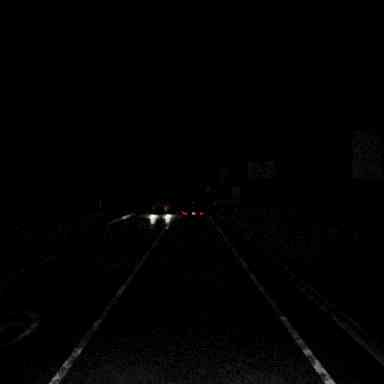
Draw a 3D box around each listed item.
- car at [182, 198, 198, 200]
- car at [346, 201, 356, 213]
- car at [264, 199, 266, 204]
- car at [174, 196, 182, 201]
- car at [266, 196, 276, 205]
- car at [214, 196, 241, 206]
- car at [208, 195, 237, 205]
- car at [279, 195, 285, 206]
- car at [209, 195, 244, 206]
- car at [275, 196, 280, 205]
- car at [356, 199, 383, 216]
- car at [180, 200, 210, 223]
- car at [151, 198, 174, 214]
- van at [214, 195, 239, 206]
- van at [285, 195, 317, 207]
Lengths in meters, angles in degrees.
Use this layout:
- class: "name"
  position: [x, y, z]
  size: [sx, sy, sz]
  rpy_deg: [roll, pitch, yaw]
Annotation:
- class: "car"
  position: [0.106, 1.567, 42.886]
  size: [2.128, 1.511, 4.902]
  rpy_deg: [0, 0, 0]
- class: "car"
  position: [18.694, 1.549, 34.995]
  size: [4.674, 1.452, 2.002]
  rpy_deg: [0, 0, 0]
- class: "car"
  position: [18.434, 2.021, 69.747]
  size: [4.892, 1.521, 2.231]
  rpy_deg: [0, -2, -1]
- class: "car"
  position: [-3.337, 1.926, 78.126]
  size: [2.150, 2.045, 5.566]
  rpy_deg: [0, -2, 0]
- class: "car"
  position: [18.446, 1.684, 66.963]
  size: [5.566, 2.045, 2.435]
  rpy_deg: [0, -2, -1]
- class: "car"
  position: [6.297, 1.623, 59.260]
  size: [4.553, 1.767, 2.185]
  rpy_deg: [0, -1, 0]
- class: "car"
  position: [6.215, 1.727, 68.489]
  size: [5.566, 2.045, 2.435]
  rpy_deg: [0, -2, -1]
- class: "car"
  position: [18.725, 1.734, 58.583]
  size: [5.366, 1.575, 1.946]
  rpy_deg: [0, -1, 0]
- class: "car"
  position: [6.104, 1.690, 56.339]
  size: [5.366, 1.575, 1.946]
  rpy_deg: [0, -1, 0]
- class: "car"
  position: [18.705, 1.791, 61.243]
  size: [5.366, 1.575, 1.946]
  rpy_deg: [0, -1, 0]
- class: "car"
  position: [18.763, 1.376, 31.825]
  size: [4.553, 1.767, 2.185]
  rpy_deg: [0, 0, 0]
- class: "car"
  position: [0.106, 1.596, 26.258]
  size: [2.033, 1.411, 5.357]
  rpy_deg: [0, 0, 0]
- class: "car"
  position: [-3.337, 1.542, 36.530]
  size: [1.882, 1.535, 5.008]
  rpy_deg: [0, 0, 0]
- class: "van"
  position: [6.358, 1.592, 62.299]
  size: [4.442, 1.987, 1.878]
  rpy_deg: [0, -1, 0]
- class: "van"
  position: [18.445, 1.459, 55.791]
  size: [4.442, 1.987, 1.878]
  rpy_deg: [0, -1, 0]
